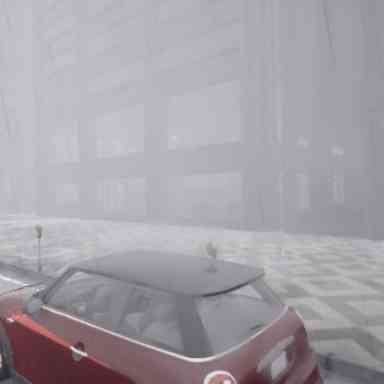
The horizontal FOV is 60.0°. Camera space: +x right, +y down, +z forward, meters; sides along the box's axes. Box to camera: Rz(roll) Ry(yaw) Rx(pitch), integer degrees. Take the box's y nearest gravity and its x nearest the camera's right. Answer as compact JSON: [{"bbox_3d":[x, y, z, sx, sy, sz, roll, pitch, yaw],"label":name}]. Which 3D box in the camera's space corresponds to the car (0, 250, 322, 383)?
[{"bbox_3d":[-0.813,1.429,3.883,4.097,1.590,1.967,-1,0,39],"label":"car"}]
